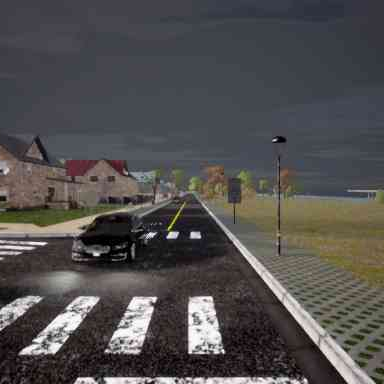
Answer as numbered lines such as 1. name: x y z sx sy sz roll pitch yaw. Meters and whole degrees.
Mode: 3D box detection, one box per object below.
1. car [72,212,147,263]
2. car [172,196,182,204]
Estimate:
1. car: -2.757 1.548 12.021 1.837 1.490 4.892 0 0 0
2. car: -2.789 1.523 62.285 1.812 1.442 4.674 0 0 0
